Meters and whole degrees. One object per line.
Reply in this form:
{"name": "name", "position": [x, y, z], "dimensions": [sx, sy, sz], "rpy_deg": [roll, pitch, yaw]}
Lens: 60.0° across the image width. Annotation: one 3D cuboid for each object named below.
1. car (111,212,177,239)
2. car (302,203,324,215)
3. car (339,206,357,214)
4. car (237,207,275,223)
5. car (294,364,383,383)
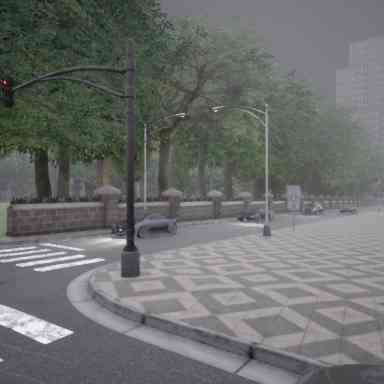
{"name": "car", "position": [-2.713, 1.885, 19.547], "dimensions": [1.994, 1.385, 4.181], "rpy_deg": [0, -1, 35]}
{"name": "car", "position": [17.357, 2.419, 47.751], "dimensions": [2.097, 1.767, 4.553], "rpy_deg": [0, -1, 35]}
{"name": "car", "position": [25.181, 2.843, 53.464], "dimensions": [1.895, 1.301, 4.718], "rpy_deg": [0, -1, 36]}
{"name": "car", "position": [6.321, 2.193, 32.312], "dimensions": [2.033, 1.411, 5.357], "rpy_deg": [0, -1, 35]}
{"name": "car", "position": [2.402, 1.551, 1.248], "dimensions": [4.403, 1.369, 2.008], "rpy_deg": [0, 0, 36]}
